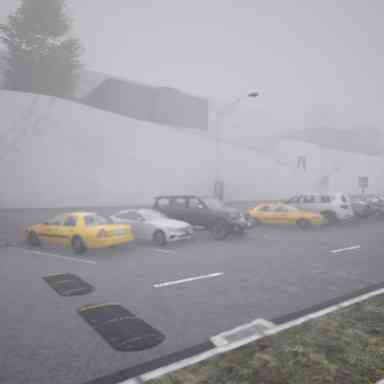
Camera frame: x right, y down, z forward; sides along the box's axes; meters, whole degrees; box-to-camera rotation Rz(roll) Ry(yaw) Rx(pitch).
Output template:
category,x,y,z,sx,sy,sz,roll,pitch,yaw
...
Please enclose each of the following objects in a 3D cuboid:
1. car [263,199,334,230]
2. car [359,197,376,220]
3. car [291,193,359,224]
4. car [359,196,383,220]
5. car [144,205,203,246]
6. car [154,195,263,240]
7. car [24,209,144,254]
category,x,y,z,sx,sy,sz,roll,pitch,yaw
car,5.381,1.367,20.188,5.366,1.575,1.946,-1,-1,35
car,10.093,1.324,23.788,4.792,1.488,2.163,-1,0,35
car,7.646,1.086,22.048,5.566,2.045,2.435,-1,0,35
car,12.570,1.291,25.524,4.674,1.452,2.002,-1,0,35
car,-2.111,1.494,15.067,4.674,1.452,2.002,-1,-1,34
car,0.362,1.183,16.795,5.566,2.045,2.435,-1,-1,35
car,-4.711,1.472,13.420,5.366,1.575,1.946,-1,0,35
